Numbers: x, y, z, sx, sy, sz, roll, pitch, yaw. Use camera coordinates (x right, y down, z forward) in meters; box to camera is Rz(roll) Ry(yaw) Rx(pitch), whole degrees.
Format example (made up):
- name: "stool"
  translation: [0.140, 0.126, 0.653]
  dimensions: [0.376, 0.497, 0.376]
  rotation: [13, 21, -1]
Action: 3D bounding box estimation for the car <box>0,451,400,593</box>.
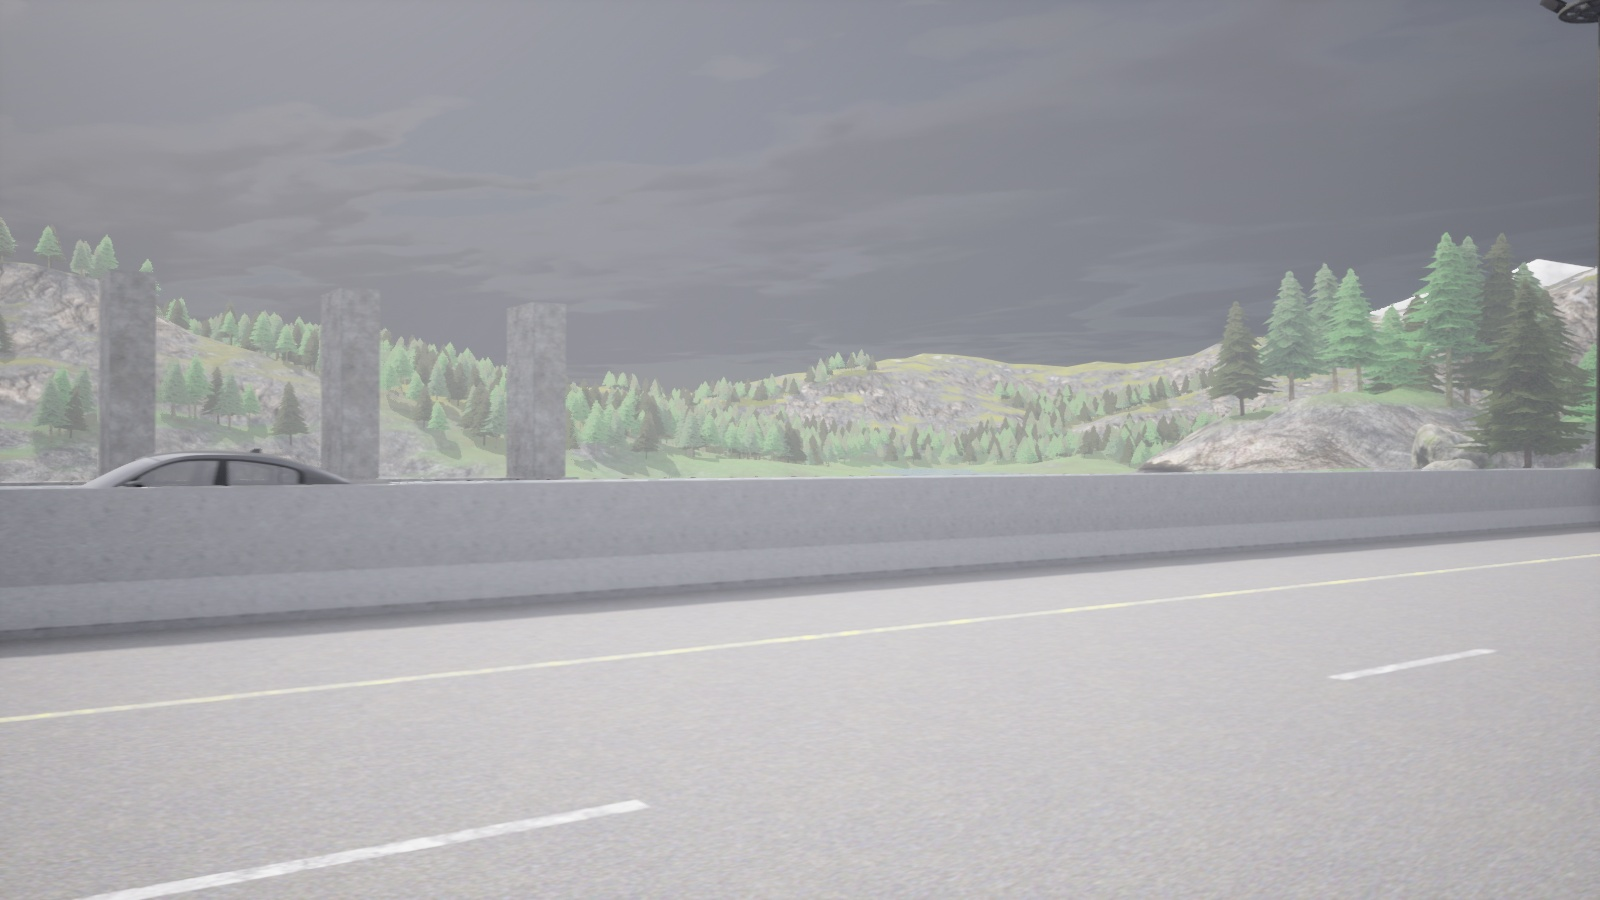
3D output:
- name: "car"
  translation: [-7.703, 0.778, 15.365]
  dimensions: [5.008, 1.535, 1.882]
  rotation: [0, 0, -35]
